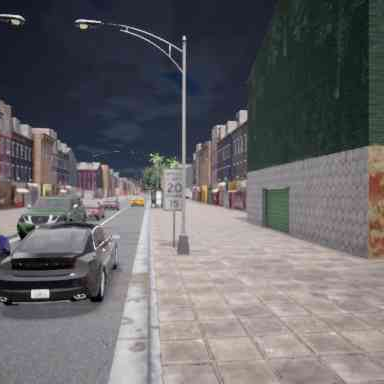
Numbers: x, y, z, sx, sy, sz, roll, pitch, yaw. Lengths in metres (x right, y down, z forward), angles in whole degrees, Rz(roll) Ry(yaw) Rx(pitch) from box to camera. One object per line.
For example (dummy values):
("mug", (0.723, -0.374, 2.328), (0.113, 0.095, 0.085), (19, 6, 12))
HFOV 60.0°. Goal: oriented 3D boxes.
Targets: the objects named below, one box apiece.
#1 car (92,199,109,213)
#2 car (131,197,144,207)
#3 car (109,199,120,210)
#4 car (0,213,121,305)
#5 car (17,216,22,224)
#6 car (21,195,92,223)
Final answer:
("car", (-8.221, 1.490, 27.070), (1.812, 1.442, 4.674), (0, 0, -7))
("car", (-8.438, 1.452, 51.770), (1.882, 1.535, 5.008), (0, 0, -8))
("car", (-9.872, 1.525, 40.474), (1.994, 1.385, 4.181), (0, 0, -7))
("car", (-2.906, 1.491, 8.089), (1.837, 1.490, 4.892), (0, 0, -7))
("car", (-5.693, 1.502, 7.391), (1.812, 1.442, 4.674), (0, 0, -7))
("car", (-6.936, 1.191, 17.135), (2.150, 2.045, 5.566), (0, 0, -7))
